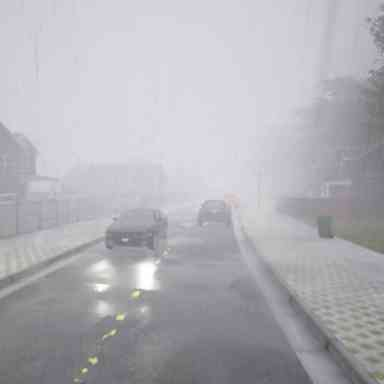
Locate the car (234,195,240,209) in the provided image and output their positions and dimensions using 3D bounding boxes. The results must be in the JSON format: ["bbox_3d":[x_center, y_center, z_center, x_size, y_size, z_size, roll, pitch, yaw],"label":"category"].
[{"bbox_3d":[4.953,1.149,42.208,2.097,1.767,4.553,1,1,12],"label":"car"}]

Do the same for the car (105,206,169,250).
[{"bbox_3d":[-2.176,1.425,14.261,1.882,1.535,5.008,0,0,4],"label":"car"}]

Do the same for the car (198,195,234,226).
[{"bbox_3d":[1.651,1.274,23.083,2.097,1.767,4.553,0,0,7],"label":"car"}]
